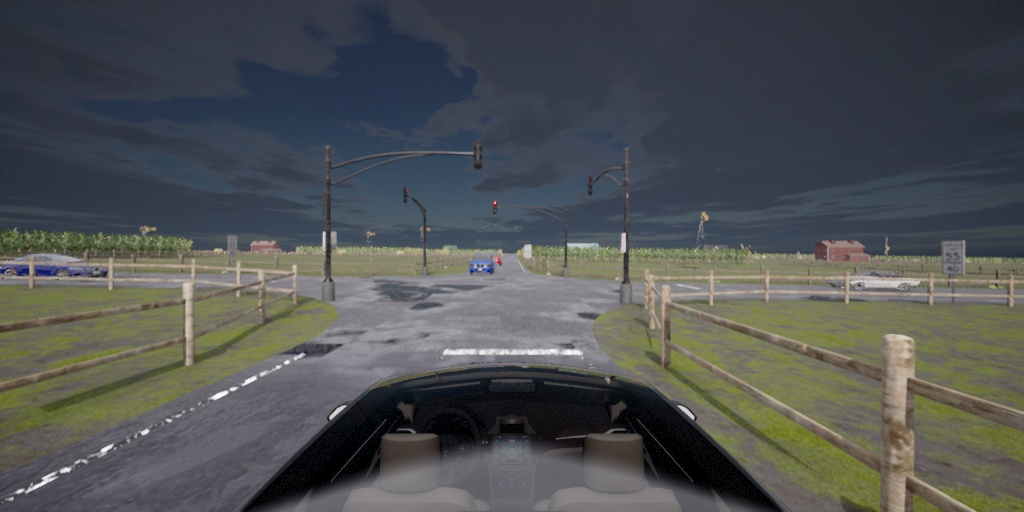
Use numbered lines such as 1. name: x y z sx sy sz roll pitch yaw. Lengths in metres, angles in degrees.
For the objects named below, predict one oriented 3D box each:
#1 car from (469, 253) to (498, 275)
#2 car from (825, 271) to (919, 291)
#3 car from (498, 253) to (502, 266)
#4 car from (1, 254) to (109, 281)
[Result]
1. car: -2.784 0.784 34.269 2.150 2.045 5.566 0 1 0
2. car: 24.051 1.633 24.110 4.718 1.301 1.895 1 0 0
3. car: -2.708 0.490 55.872 2.150 2.045 5.566 0 1 0
4. car: -25.957 0.639 20.404 4.674 1.442 1.812 1 0 0
